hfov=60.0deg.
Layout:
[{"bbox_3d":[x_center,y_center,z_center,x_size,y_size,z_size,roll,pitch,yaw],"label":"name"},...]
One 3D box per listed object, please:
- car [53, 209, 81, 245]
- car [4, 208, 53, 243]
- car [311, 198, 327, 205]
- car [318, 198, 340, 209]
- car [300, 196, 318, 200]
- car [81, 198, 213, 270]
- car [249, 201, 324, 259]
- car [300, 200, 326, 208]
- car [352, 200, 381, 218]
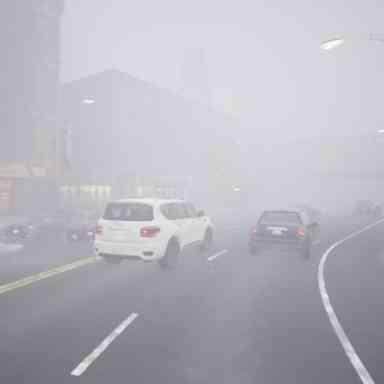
[{"bbox_3d":[-3.379,1.447,14.839,1.882,1.535,5.008,0,0,26],"label":"car"},{"bbox_3d":[-6.651,1.496,15.926,1.994,1.385,4.181,1,0,25],"label":"car"},{"bbox_3d":[26.398,1.938,68.974,1.895,1.301,4.718,1,0,35],"label":"car"},{"bbox_3d":[21.027,1.834,50.314,1.994,1.385,4.181,1,0,36],"label":"car"},{"bbox_3d":[18.122,1.802,52.266,1.994,1.385,4.181,1,0,36],"label":"car"},{"bbox_3d":[-0.977,1.217,11.350,2.150,2.045,5.566,0,0,21],"label":"car"},{"bbox_3d":[3.844,1.404,13.271,2.097,1.767,4.553,1,0,26],"label":"car"},{"bbox_3d":[9.134,1.668,27.496,2.033,1.411,5.357,1,0,36],"label":"car"},{"bbox_3d":[17.333,1.570,32.893,2.097,1.767,4.553,1,0,36],"label":"car"}]
